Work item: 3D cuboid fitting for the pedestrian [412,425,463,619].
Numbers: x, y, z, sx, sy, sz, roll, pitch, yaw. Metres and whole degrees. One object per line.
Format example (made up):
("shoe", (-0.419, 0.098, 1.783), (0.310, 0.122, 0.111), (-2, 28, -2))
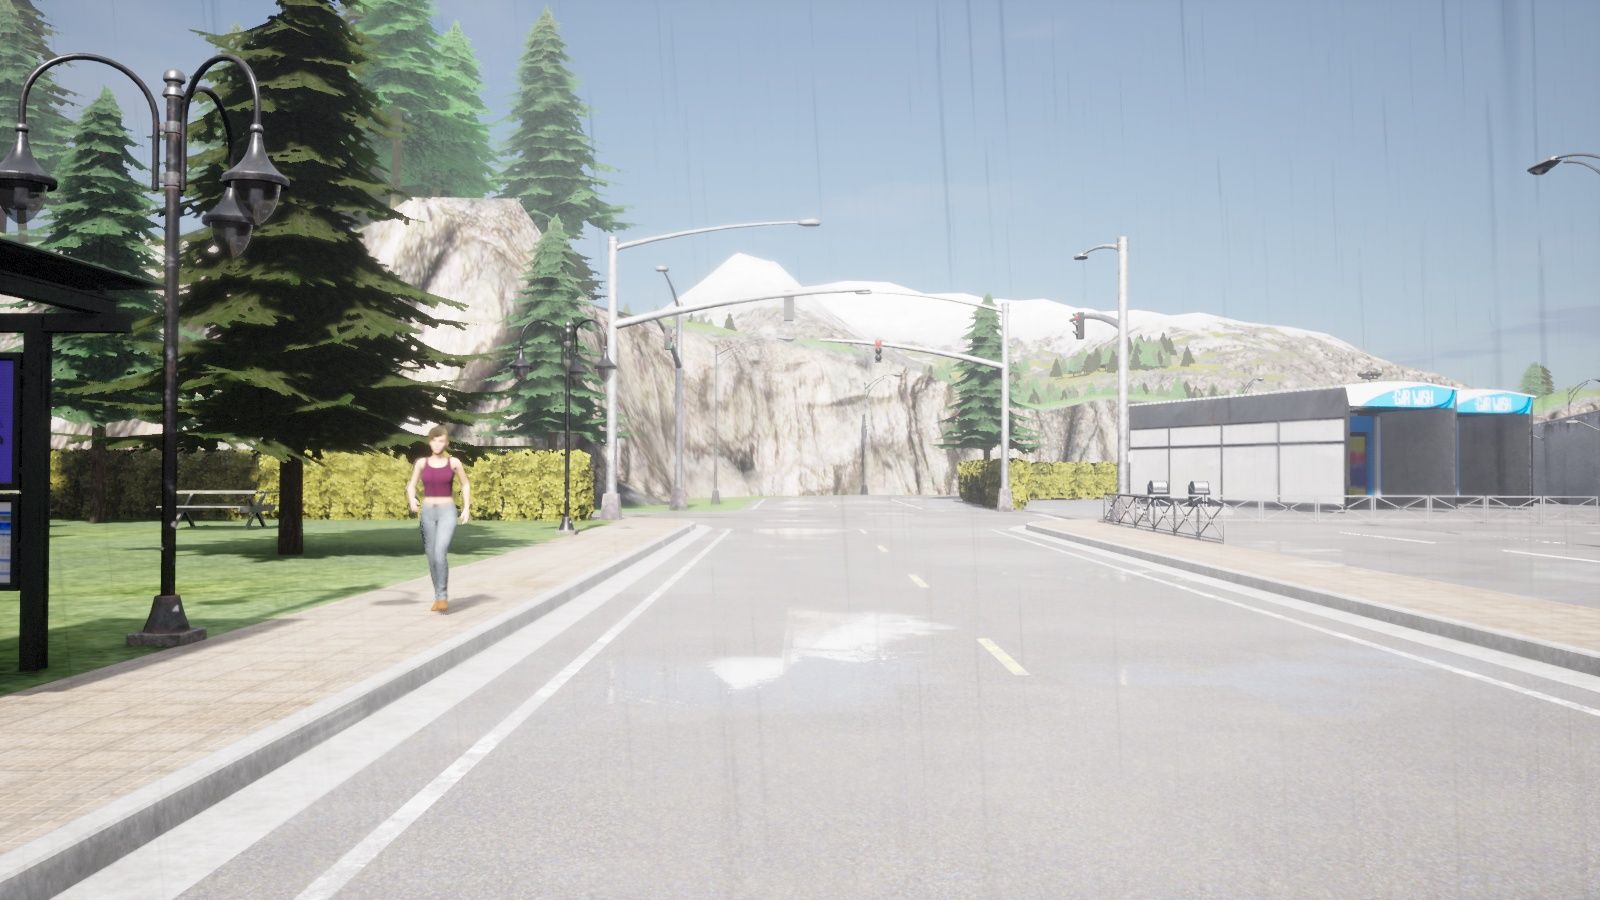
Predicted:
("pedestrian", (-3.515, 0.689, 12.206), (0.345, 1.836, 0.594), (0, -1, -2))
